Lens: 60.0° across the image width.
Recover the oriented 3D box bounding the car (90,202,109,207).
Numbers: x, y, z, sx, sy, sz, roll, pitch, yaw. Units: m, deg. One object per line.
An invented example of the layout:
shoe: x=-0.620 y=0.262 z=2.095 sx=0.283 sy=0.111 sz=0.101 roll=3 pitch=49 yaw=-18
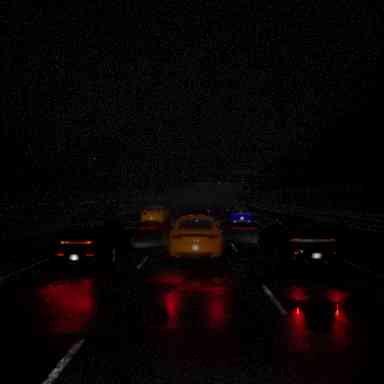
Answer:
car: x=-15.947 y=2.450 z=59.347 sx=1.994 sy=1.385 sz=4.181 roll=0 pitch=-1 yaw=4

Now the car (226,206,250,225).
car: x=3.950 y=1.892 z=28.050 sx=1.882 sy=1.535 sz=5.008 roll=0 pitch=-1 yaw=2

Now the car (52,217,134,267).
car: x=-3.365 y=1.667 z=12.066 sx=1.837 sy=1.490 sz=4.892 roll=0 pitch=0 yaw=1

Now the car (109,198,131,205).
car: x=-12.448 y=2.111 z=59.247 sx=2.150 sy=2.045 sz=5.566 roll=0 pitch=-1 yaw=4

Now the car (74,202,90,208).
car: x=-19.441 y=2.448 z=59.486 sx=1.994 sy=1.385 sz=4.181 roll=0 pitch=-1 yaw=4

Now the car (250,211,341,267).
car: x=3.635 y=1.656 z=11.986 sx=2.128 sy=1.511 sz=4.902 roll=0 pitch=-1 yaw=1

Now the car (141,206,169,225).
car: x=-3.050 y=1.890 z=28.216 sx=1.882 sy=1.535 sz=5.008 roll=0 pitch=-1 yaw=2

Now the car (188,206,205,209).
car: x=0.410 y=1.901 z=26.959 sx=1.837 sy=1.490 sz=4.892 roll=0 pitch=-1 yaw=2

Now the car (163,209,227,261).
car: x=0.158 y=1.656 z=13.130 sx=1.882 sy=1.535 sz=5.008 roll=0 pitch=-1 yaw=1
